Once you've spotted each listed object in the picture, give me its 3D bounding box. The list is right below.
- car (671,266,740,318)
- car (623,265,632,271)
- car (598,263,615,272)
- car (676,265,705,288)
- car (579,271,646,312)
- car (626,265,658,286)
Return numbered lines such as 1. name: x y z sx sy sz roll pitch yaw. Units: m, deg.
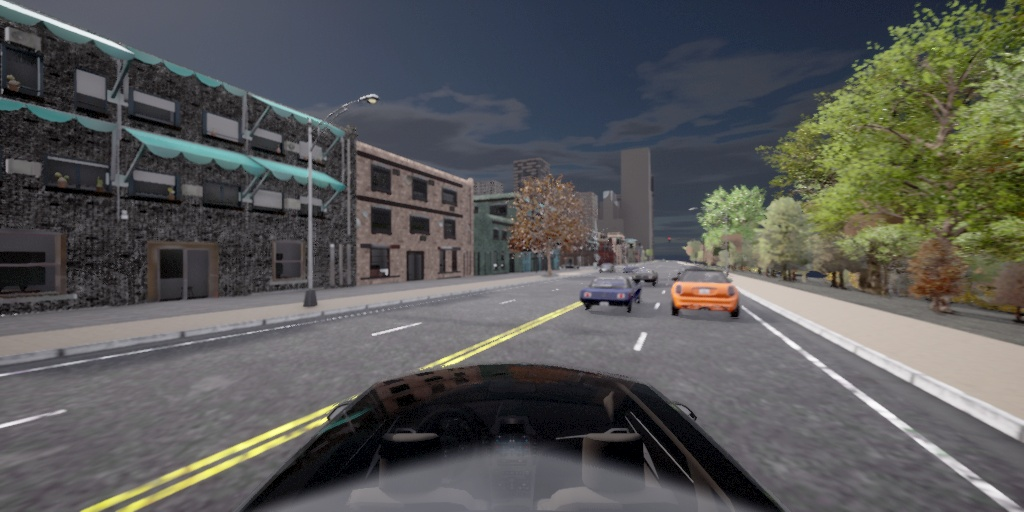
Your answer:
1. car: 7.357 1.231 13.945 2.097 1.767 4.553 0 -1 25
2. car: 16.773 1.881 50.592 1.895 1.301 4.718 0 -1 24
3. car: 13.736 1.788 51.750 2.128 1.511 4.902 0 -1 24
4. car: 14.012 1.510 28.296 1.882 1.535 5.008 0 0 25
5. car: 4.335 1.497 15.158 1.895 1.301 4.718 0 -1 25
6. car: 10.643 1.643 28.766 1.895 1.301 4.718 0 -1 25
